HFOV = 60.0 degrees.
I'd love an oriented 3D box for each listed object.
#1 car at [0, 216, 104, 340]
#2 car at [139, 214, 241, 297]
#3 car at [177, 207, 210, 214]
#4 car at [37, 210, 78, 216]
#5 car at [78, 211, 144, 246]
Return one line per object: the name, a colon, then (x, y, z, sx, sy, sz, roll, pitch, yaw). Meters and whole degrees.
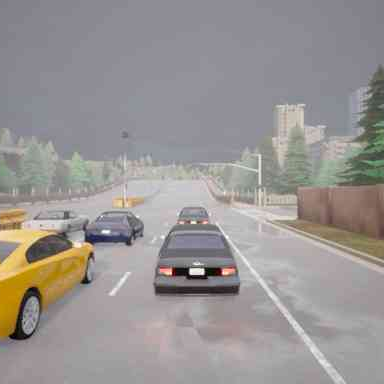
car: (-3.409, 1.476, 6.553, 1.882, 1.535, 5.008, 0, 0, 0)
car: (0.088, 1.546, 8.764, 2.033, 1.411, 5.357, 0, 0, 0)
car: (0.098, 1.543, 18.831, 2.033, 1.411, 5.357, 0, 0, 1)
car: (-6.924, 1.597, 17.537, 1.895, 1.301, 4.718, 0, 0, 0)
car: (-3.426, 1.561, 15.310, 1.994, 1.385, 4.181, 0, 0, 0)
